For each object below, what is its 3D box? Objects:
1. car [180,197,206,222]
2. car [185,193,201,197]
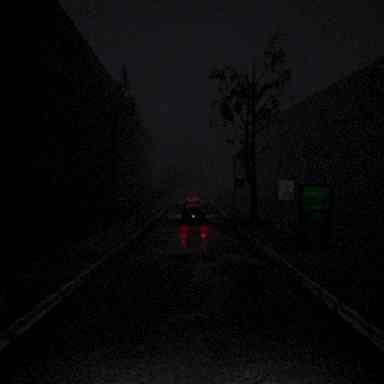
[{"bbox_3d":[0.083,1.415,24.926,1.812,1.442,4.674,0,1,0],"label":"car"},{"bbox_3d":[0.099,0.837,42.310,1.882,1.535,5.008,0,2,0],"label":"car"}]
